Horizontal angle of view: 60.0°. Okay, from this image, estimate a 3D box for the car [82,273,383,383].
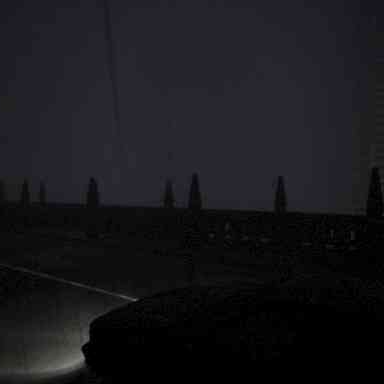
[{"bbox_3d":[1.333,1.545,3.039,5.357,1.411,2.033,0,0,36],"label":"car"}]
